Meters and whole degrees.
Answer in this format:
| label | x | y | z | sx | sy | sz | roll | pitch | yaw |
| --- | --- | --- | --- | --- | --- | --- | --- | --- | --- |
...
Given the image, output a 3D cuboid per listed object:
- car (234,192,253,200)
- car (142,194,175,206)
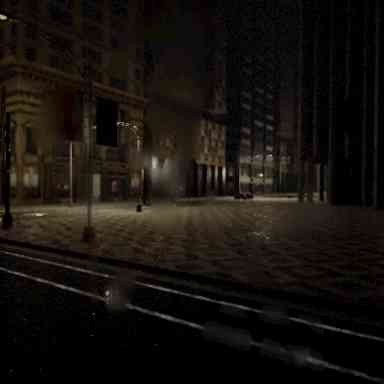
| label | x | y | z | sx | sy | sz | roll | pitch | yaw |
| --- | --- | --- | --- | --- | --- | --- | --- | --- | --- |
| car | 8.740 | 0.638 | 56.417 | 1.994 | 1.385 | 4.181 | 1 | 1 | 36 |
| car | -3.867 | 0.920 | 38.960 | 1.994 | 1.385 | 4.181 | 1 | 1 | 36 |
